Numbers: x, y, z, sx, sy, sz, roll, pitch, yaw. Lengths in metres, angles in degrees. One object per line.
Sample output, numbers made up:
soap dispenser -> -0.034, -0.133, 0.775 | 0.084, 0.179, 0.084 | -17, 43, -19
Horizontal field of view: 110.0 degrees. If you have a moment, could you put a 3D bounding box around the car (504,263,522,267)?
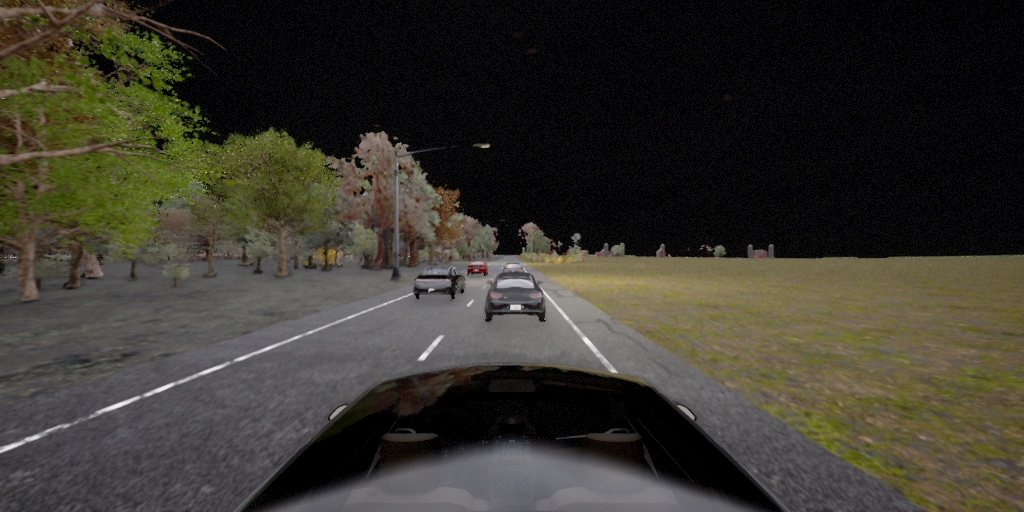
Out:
car -> 0.107, 1.269, 30.449 | 2.033, 1.411, 5.357 | 0, 0, 0

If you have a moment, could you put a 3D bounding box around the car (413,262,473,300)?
car -> -3.396, 1.226, 17.503 | 2.128, 1.511, 4.902 | 0, 0, 0

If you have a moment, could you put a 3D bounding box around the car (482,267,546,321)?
car -> 0.102, 1.265, 12.296 | 1.812, 1.442, 4.674 | 0, 0, 0

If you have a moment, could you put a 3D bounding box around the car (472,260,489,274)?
car -> -3.392, 1.193, 36.581 | 1.882, 1.535, 5.008 | 0, 0, 0
